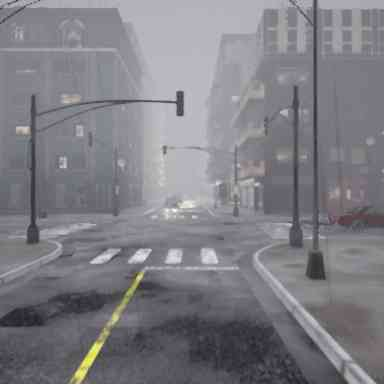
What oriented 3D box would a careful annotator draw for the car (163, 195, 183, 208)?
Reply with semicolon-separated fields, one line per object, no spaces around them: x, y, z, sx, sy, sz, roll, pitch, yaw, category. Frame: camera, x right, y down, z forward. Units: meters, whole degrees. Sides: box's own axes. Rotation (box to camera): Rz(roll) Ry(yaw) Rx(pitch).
-2.818;1.446;46.044;2.128;1.511;4.902;0;0;0;car

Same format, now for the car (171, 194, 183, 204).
-2.762;1.308;62.412;2.097;1.767;4.553;0;0;1;car

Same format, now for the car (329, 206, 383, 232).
10.217;1.443;18.297;4.718;1.301;1.895;-1;0;6;car
